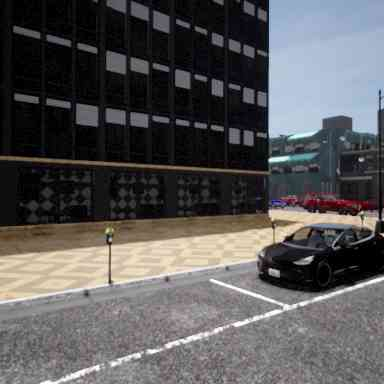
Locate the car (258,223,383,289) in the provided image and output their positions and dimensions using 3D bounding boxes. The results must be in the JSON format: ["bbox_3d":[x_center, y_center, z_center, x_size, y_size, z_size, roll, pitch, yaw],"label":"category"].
[{"bbox_3d":[3.744,1.564,9.222,4.313,1.339,1.947,0,0,-35],"label":"car"}]

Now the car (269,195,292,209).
[{"bbox_3d":[8.732,1.199,38.553,1.812,1.442,4.674,0,1,-36],"label":"car"}]

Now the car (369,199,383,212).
[{"bbox_3d":[19.022,1.363,34.336,1.887,1.381,4.507,1,0,-36],"label":"car"}]

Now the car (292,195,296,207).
[{"bbox_3d":[12.459,1.121,43.278,1.967,1.590,4.097,1,0,-36],"label":"car"}]

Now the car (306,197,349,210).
[{"bbox_3d":[15.740,1.332,38.806,1.802,1.307,4.206,1,0,-36],"label":"car"}]

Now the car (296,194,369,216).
[{"bbox_3d":[12.272,1.094,29.376,2.192,1.841,5.009,1,0,-36],"label":"car"}]
